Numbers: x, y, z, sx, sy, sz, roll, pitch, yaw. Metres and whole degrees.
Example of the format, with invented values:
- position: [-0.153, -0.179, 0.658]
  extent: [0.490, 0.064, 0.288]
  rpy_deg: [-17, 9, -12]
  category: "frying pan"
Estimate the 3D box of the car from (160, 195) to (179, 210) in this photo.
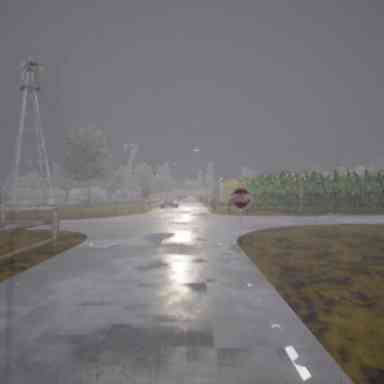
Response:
- position: [-2.737, 1.195, 41.273]
  extent: [2.097, 1.767, 4.553]
  rpy_deg: [0, -1, 0]
  category: "car"
